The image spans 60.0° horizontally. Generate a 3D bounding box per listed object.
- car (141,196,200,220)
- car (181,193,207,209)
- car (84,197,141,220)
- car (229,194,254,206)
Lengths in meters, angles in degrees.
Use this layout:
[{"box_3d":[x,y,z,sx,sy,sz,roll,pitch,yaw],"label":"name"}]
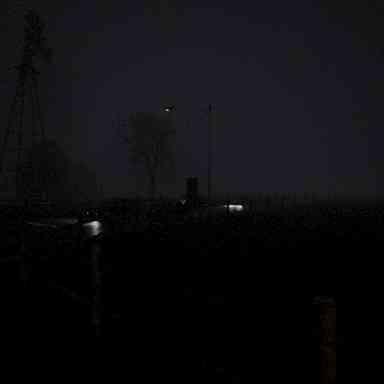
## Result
[{"box_3d":[-1.562,1.301,25.614,1.994,1.385,4.181,1,2,36],"label":"car"},{"box_3d":[-0.383,0.924,33.629,2.097,1.767,4.553,1,2,35],"label":"car"},{"box_3d":[-6.023,1.206,25.676,1.837,1.490,4.892,1,2,35],"label":"car"},{"box_3d":[6.483,0.980,43.309,1.994,1.385,4.181,1,1,35],"label":"car"}]
